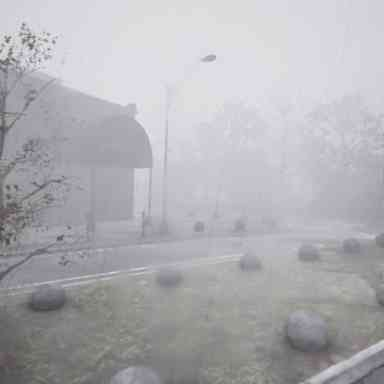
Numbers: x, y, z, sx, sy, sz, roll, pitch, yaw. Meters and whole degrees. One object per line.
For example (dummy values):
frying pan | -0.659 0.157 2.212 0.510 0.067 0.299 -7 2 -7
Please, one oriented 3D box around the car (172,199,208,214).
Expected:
car | -0.331 1.707 41.705 4.553 1.767 2.097 1 -1 35
